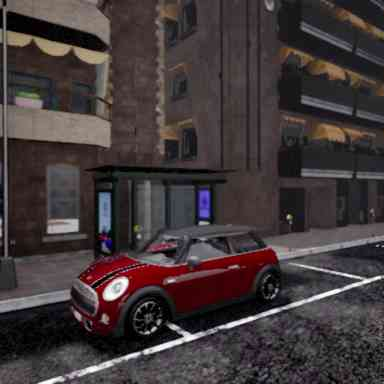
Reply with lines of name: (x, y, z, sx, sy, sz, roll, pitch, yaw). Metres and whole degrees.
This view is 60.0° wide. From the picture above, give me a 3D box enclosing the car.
car: (-0.185, 1.423, 6.439, 4.097, 1.590, 1.967, 0, 0, -36)
